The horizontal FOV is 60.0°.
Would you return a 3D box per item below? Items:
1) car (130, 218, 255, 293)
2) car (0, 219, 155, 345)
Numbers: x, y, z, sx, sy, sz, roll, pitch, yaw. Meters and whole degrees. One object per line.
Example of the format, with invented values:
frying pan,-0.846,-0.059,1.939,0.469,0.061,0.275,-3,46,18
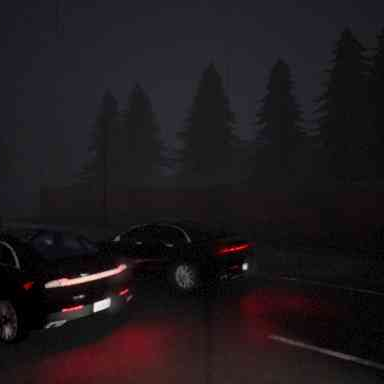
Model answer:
car,-0.768,1.473,8.861,4.892,1.490,1.837,-2,-1,36
car,-3.306,1.462,6.377,4.902,1.511,2.128,0,0,36
